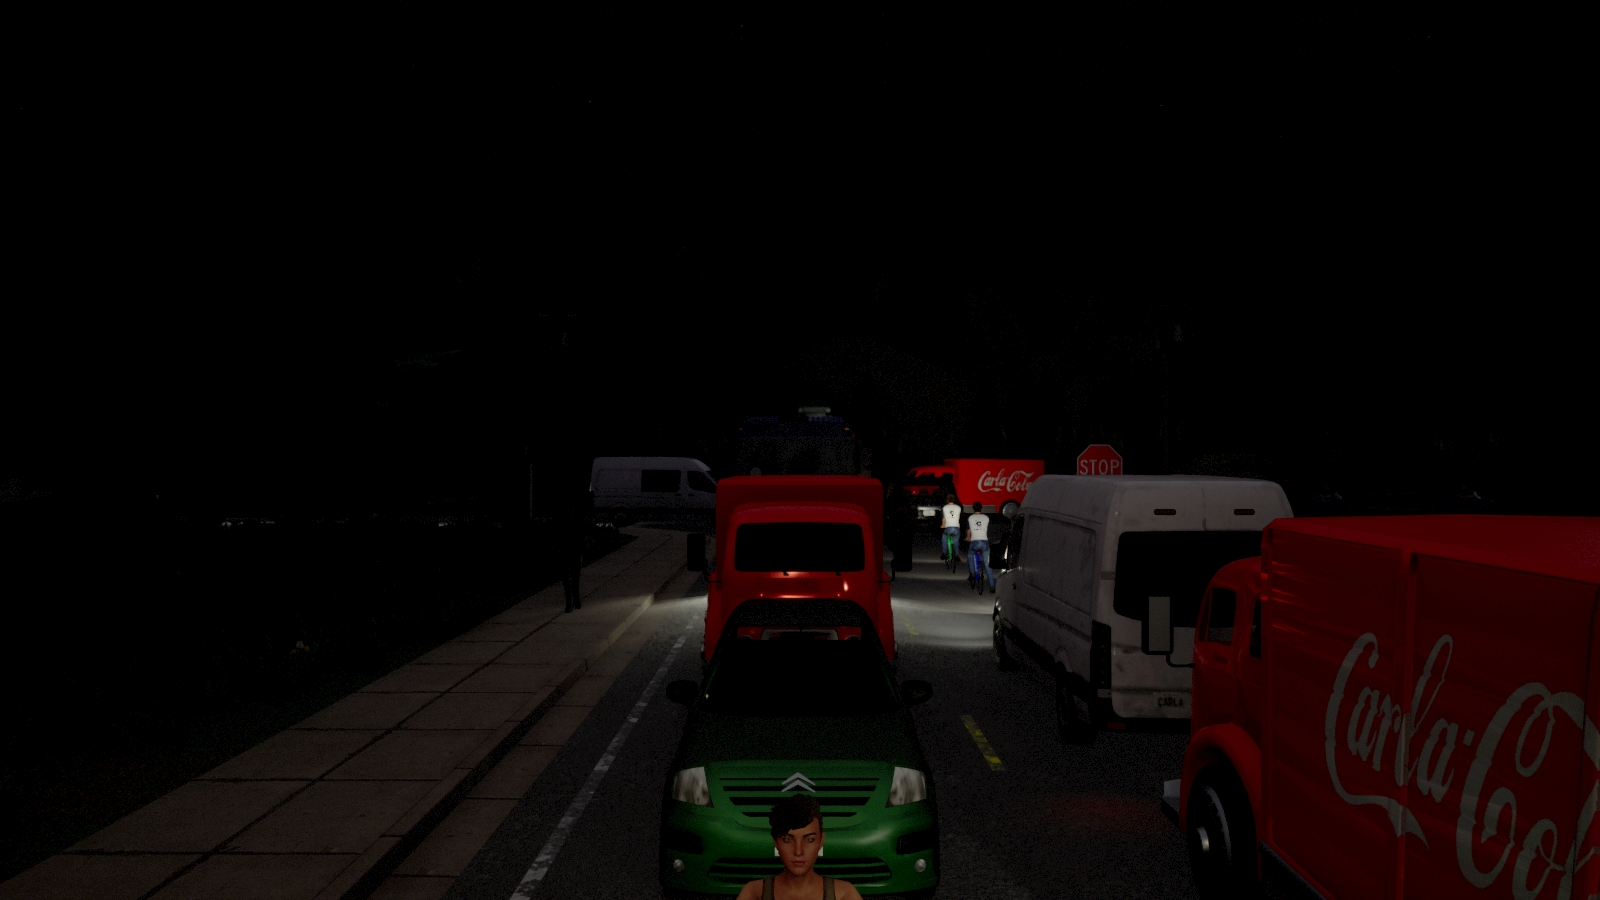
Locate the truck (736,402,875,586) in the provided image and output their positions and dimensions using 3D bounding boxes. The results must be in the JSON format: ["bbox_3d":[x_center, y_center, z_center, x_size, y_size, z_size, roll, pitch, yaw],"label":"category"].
[{"bbox_3d":[0.154,0.907,27.993,2.891,3.827,8.468,0,0,1],"label":"truck"}]

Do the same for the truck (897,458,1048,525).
[{"bbox_3d":[6.598,1.567,44.125,5.204,2.467,2.627,0,0,-9],"label":"truck"}]

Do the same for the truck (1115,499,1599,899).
[{"bbox_3d":[3.501,1.572,5.334,2.627,2.467,5.204,0,0,0],"label":"truck"}]

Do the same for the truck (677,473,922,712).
[{"bbox_3d":[-0.012,1.578,14.852,2.627,2.467,5.204,0,0,0],"label":"truck"}]

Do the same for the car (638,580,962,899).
[{"bbox_3d":[-0.002,2.006,8.512,1.851,1.617,3.988,0,0,0],"label":"car"}]

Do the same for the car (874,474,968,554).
[{"bbox_3d":[3.470,1.801,33.794,2.150,2.045,5.566,0,0,0],"label":"car"}]

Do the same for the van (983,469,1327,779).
[{"bbox_3d":[3.517,1.543,12.749,1.988,2.561,5.915,0,0,0],"label":"van"}]

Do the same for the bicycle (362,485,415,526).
[{"bbox_3d":[-15.192,2.051,42.201,1.835,1.471,0.329,0,0,3],"label":"bicycle"}]

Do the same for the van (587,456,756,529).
[{"bbox_3d":[-4.629,1.527,41.702,5.915,2.561,1.988,0,0,3],"label":"van"}]

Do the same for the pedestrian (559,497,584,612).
[{"bbox_3d":[-3.764,1.706,18.822,0.375,1.860,0.375,0,0,-5],"label":"pedestrian"}]
